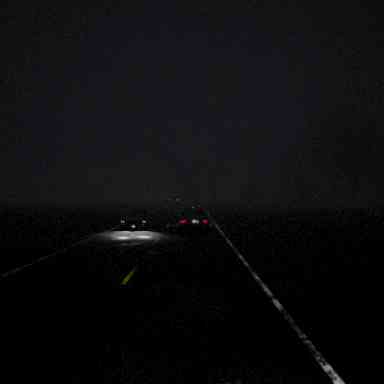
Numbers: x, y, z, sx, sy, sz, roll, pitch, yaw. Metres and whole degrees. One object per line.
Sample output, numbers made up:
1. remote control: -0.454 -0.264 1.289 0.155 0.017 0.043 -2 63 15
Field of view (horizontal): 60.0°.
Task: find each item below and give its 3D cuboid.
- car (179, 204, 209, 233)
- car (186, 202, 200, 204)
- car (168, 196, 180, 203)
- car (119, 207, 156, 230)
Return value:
1. car: 0.128 1.722 21.074 2.033 1.411 5.357 0 0 0
2. car: 0.156 1.912 42.479 1.994 1.385 4.181 0 -1 0
3. car: -3.415 1.537 64.207 2.097 1.767 4.553 0 0 0
4. car: -3.570 1.736 22.943 2.033 1.411 5.357 0 0 0
